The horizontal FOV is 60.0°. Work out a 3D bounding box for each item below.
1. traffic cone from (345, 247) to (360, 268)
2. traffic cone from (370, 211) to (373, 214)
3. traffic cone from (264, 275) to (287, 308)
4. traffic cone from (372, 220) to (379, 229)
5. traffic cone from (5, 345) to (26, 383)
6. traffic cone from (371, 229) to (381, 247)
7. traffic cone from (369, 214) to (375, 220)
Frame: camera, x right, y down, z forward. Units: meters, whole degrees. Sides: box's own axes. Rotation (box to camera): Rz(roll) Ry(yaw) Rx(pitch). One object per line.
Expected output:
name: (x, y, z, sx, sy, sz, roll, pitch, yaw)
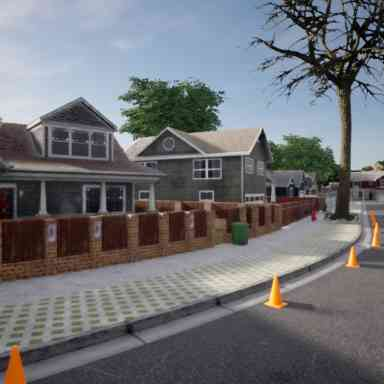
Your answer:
traffic cone: (4.882, 1.957, 10.101, 0.340, 0.580, 0.340, 0, 0, 40)
traffic cone: (14.594, 1.960, 26.918, 0.340, 0.580, 0.340, 0, 0, 27)
traffic cone: (1.675, 1.956, 6.649, 0.340, 0.580, 0.340, 0, 0, -44)
traffic cone: (10.023, 1.959, 18.023, 0.340, 0.580, 0.340, 0, 0, 27)
traffic cone: (-1.908, 1.955, 3.589, 0.340, 0.580, 0.340, 0, 0, -37)
traffic cone: (7.670, 1.958, 13.899, 0.340, 0.580, 0.340, 0, 0, 33)
traffic cone: (12.309, 1.959, 22.471, 0.340, 0.580, 0.340, 0, 0, 27)
